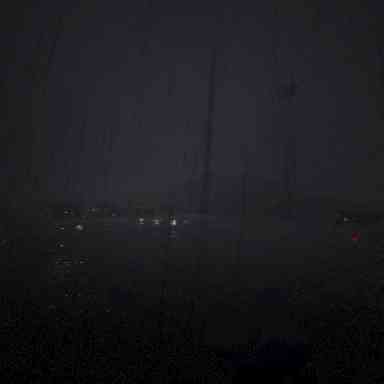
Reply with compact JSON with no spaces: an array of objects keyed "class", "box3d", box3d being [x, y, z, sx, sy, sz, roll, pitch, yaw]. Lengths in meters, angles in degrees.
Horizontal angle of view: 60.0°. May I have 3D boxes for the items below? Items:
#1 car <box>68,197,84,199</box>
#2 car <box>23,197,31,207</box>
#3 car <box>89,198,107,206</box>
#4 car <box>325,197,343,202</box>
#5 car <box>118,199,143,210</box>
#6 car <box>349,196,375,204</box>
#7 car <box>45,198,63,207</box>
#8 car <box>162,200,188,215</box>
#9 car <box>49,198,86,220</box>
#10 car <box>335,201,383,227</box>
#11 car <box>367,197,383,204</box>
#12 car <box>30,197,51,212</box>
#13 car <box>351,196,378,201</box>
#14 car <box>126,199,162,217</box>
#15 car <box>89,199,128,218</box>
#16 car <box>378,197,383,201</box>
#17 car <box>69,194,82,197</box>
[{"class":"car","box3d":[-15.086,1.675,42.689,1.994,1.385,4.181,0,0,-31]},{"class":"car","box3d":[-27.173,1.672,55.915,2.128,1.511,4.902,0,0,-31]},{"class":"car","box3d":[-16.709,1.719,58.878,1.994,1.385,4.181,0,0,-31]},{"class":"car","box3d":[30.327,1.772,71.152,1.994,1.385,4.181,0,0,-17]},{"class":"car","box3d":[-8.406,1.686,45.187,1.994,1.385,4.181,0,0,-31]},{"class":"car","box3d":[34.621,1.638,67.988,1.882,1.535,5.008,0,0,-13]},{"class":"car","box3d":[-23.555,1.692,56.691,2.033,1.411,5.357,0,0,-31]},{"class":"car","box3d":[-2.165,1.623,34.975,1.812,1.442,4.674,0,0,-31]},{"class":"car","box3d":[-11.074,1.581,29.412,1.837,1.490,4.892,0,0,-31]},{"class":"car","box3d":[11.611,1.599,23.236,4.674,1.442,1.812,0,0,-45]},{"class":"car","box3d":[38.156,1.677,68.067,1.812,1.442,4.674,0,0,-10]},{"class":"car","box3d":[-18.429,1.651,41.438,2.033,1.411,5.357,0,0,-31]},{"class":"car","box3d":[31.715,1.549,61.203,2.097,1.767,4.553,0,0,-3]},{"class":"car","box3d":[-5.227,1.568,33.270,1.882,1.535,5.008,0,0,-31]},{"class":"car","box3d":[-8.254,1.631,31.509,2.033,1.411,5.357,0,0,-31]},{"class":"car","box3d":[35.091,1.407,57.387,2.150,2.045,5.566,0,0,4]},{"class":"car","box3d":[-20.157,1.376,57.830,2.150,2.045,5.566,0,-1,-31]}]
